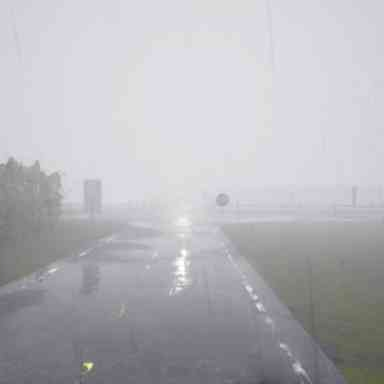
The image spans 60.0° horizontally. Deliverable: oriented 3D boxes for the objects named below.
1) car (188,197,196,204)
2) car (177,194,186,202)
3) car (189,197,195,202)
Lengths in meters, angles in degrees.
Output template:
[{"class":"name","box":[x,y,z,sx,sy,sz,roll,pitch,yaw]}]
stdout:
[{"class":"car","box":[0.003,2.204,81.050,1.895,1.301,4.718,0,0,0]},{"class":"car","box":[-2.747,1.484,85.164,2.150,2.045,5.566,0,0,0]},{"class":"car","box":[0.003,2.015,91.026,1.837,1.490,4.892,0,0,0]}]
